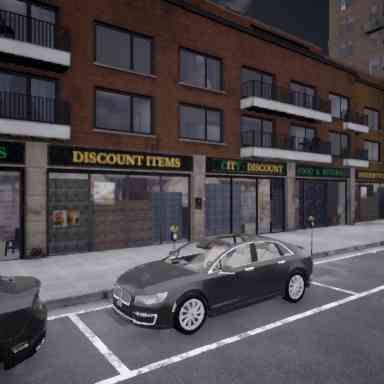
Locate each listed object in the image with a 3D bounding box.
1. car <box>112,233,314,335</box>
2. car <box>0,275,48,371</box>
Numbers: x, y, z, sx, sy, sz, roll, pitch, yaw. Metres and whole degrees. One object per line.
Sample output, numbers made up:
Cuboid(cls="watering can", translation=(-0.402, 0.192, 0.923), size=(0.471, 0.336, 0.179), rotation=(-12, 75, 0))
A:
Cuboid(cls="car", translation=(0.612, 1.551, 6.619), size=(4.403, 1.369, 2.008), rotation=(0, 0, -35))
Cuboid(cls="car", translation=(-3.884, 1.551, 3.419), size=(4.403, 1.369, 2.008), rotation=(0, 0, -35))
